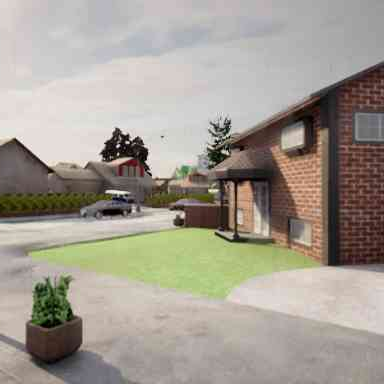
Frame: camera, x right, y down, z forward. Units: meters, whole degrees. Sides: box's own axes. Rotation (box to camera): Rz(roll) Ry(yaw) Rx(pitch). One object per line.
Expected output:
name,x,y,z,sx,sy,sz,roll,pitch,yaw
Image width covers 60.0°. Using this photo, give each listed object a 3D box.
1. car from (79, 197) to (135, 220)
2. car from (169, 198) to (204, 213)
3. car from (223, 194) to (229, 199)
car,-7.266,1.464,28.365,2.128,1.511,4.902,0,0,36
car,-0.591,1.450,37.676,1.882,1.535,5.008,0,0,36
car,9.289,0.938,78.529,3.866,1.878,1.905,0,0,-19
